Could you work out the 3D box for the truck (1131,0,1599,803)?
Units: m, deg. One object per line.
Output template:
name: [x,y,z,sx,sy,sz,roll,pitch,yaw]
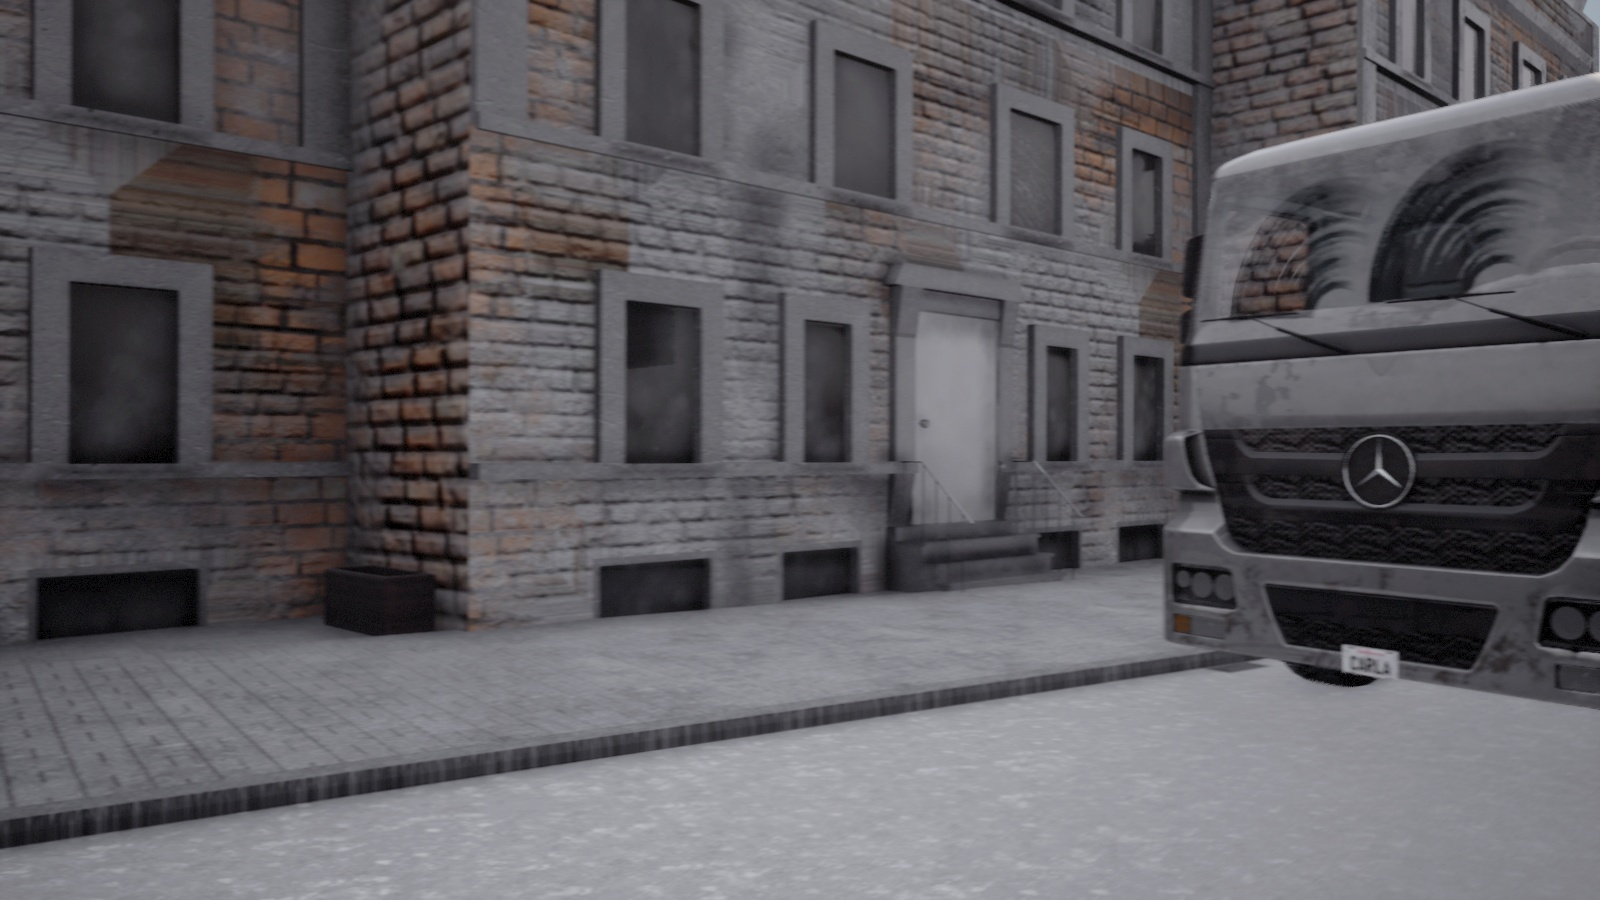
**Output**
truck: [6.039,-0.229,8.478,7.936,3.462,2.891,0,0,-35]
